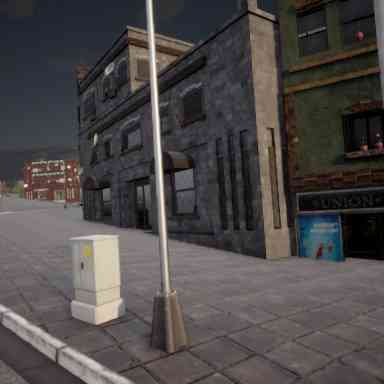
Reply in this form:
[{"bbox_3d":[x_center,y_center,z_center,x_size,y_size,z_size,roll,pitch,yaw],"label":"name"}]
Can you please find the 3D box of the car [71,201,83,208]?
[{"bbox_3d":[-25.019,2.793,73.188,2.128,1.511,4.902,-4,-2,5],"label":"car"}]
